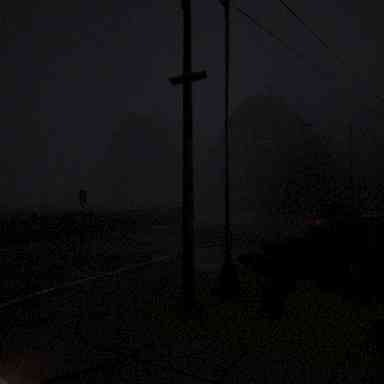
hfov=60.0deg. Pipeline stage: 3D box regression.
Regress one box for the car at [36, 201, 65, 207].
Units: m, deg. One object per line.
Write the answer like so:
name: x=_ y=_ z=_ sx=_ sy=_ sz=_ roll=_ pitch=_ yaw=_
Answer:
car: x=-20.395 y=2.063 z=48.069 sx=4.892 sy=1.490 sz=1.837 roll=-1 pitch=-1 yaw=27

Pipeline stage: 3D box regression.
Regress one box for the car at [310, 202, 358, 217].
car: x=13.666 y=1.699 z=31.934 sx=4.902 sy=1.511 sz=2.128 roll=0 pitch=0 yaw=-22
